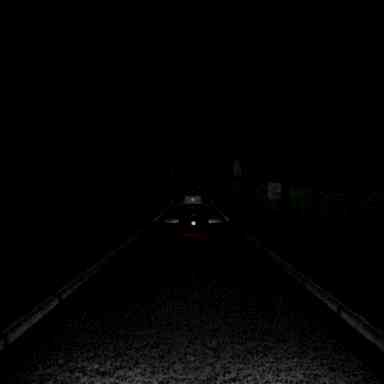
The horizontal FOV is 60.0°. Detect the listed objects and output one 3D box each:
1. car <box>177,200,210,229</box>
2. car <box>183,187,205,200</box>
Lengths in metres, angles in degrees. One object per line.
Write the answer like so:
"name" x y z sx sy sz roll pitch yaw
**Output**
"car" 0.091 1.510 21.556 1.837 1.490 4.892 0 1 0
"car" 0.084 0.795 40.405 2.150 2.045 5.566 0 2 0
